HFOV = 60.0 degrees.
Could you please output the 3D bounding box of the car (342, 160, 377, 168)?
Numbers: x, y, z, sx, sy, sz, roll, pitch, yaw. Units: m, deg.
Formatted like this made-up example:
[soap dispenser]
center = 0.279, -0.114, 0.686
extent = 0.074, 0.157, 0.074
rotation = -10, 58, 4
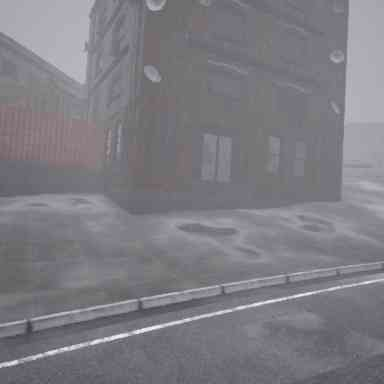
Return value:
[car]
center = 20.981, -3.284, 42.396
extent = 4.553, 1.767, 2.185
rotation = 2, -3, 14
